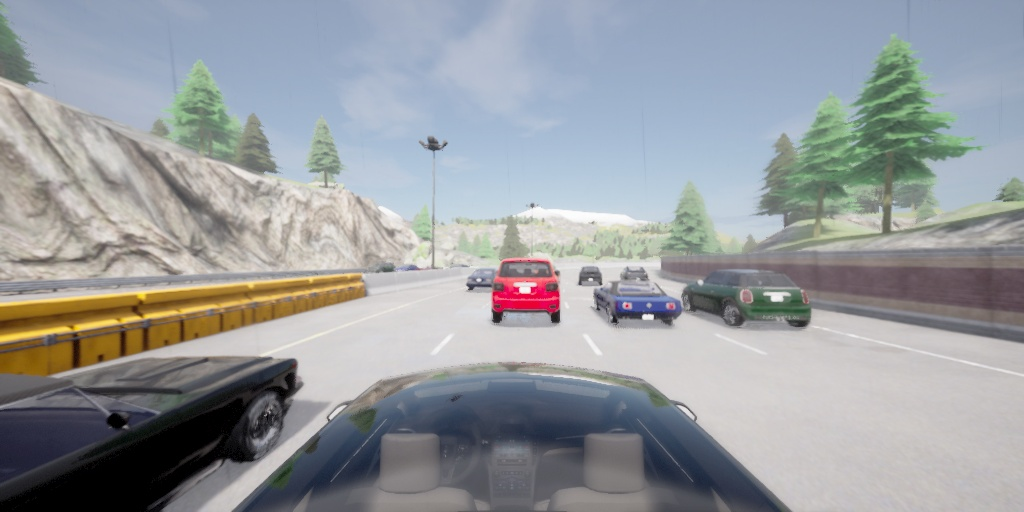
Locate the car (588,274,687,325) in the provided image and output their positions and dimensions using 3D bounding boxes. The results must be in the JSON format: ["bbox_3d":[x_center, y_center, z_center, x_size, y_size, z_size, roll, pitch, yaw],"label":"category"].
[{"bbox_3d":[4.035,1.475,12.405,1.895,1.301,4.718,0,-1,4],"label":"car"}]

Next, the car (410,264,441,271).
[{"bbox_3d":[-10.953,1.852,47.182,1.895,1.301,4.718,0,-1,17],"label":"car"}]

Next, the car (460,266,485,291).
[{"bbox_3d":[-1.643,1.551,24.397,2.033,1.411,5.357,0,-1,9],"label":"car"}]

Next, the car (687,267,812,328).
[{"bbox_3d":[7.549,1.226,12.128,2.097,1.767,4.553,0,-1,4],"label":"car"}]

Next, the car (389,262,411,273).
[{"bbox_3d":[-14.151,1.790,48.633,1.812,1.442,4.674,0,0,17],"label":"car"}]

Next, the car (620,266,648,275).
[{"bbox_3d":[10.024,1.564,29.593,2.128,1.511,4.902,0,-1,12],"label":"car"}]

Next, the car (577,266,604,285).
[{"bbox_3d":[6.476,1.575,29.702,1.837,1.490,4.892,0,-1,12],"label":"car"}]

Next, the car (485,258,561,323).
[{"bbox_3d":[0.574,1.099,12.992,2.150,2.045,5.566,0,-1,4],"label":"car"}]

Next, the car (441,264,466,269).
[{"bbox_3d":[-7.122,1.785,47.644,1.812,1.442,4.674,0,-1,17],"label":"car"}]

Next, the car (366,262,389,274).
[{"bbox_3d":[-17.732,1.615,48.808,2.097,1.767,4.553,0,-1,17],"label":"car"}]

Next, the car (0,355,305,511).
[{"bbox_3d":[-3.374,1.352,2.063,1.895,1.301,4.718,0,-1,0],"label":"car"}]
